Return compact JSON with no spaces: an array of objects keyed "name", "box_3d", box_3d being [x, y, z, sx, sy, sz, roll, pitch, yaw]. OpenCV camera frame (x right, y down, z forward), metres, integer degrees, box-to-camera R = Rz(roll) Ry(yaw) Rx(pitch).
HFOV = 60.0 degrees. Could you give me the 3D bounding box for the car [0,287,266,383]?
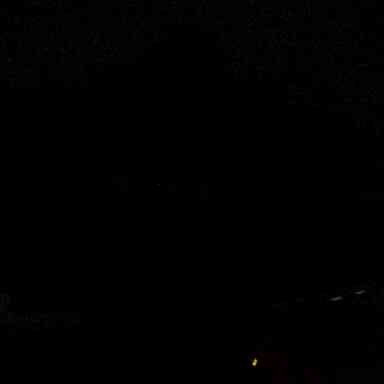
[{"name":"car","box_3d":[-1.507,1.525,2.221,4.674,1.442,1.812,0,0,-35]}]
